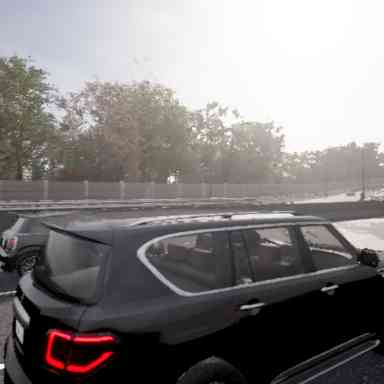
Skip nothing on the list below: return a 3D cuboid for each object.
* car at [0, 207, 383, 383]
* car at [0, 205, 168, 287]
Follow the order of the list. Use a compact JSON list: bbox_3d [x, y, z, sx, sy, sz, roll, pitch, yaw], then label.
[{"bbox_3d":[0.772,1.219,4.296,5.566,2.045,2.150,0,0,-36],"label":"car"},{"bbox_3d":[-3.232,1.349,10.040,4.553,1.767,2.097,0,0,-36],"label":"car"}]
